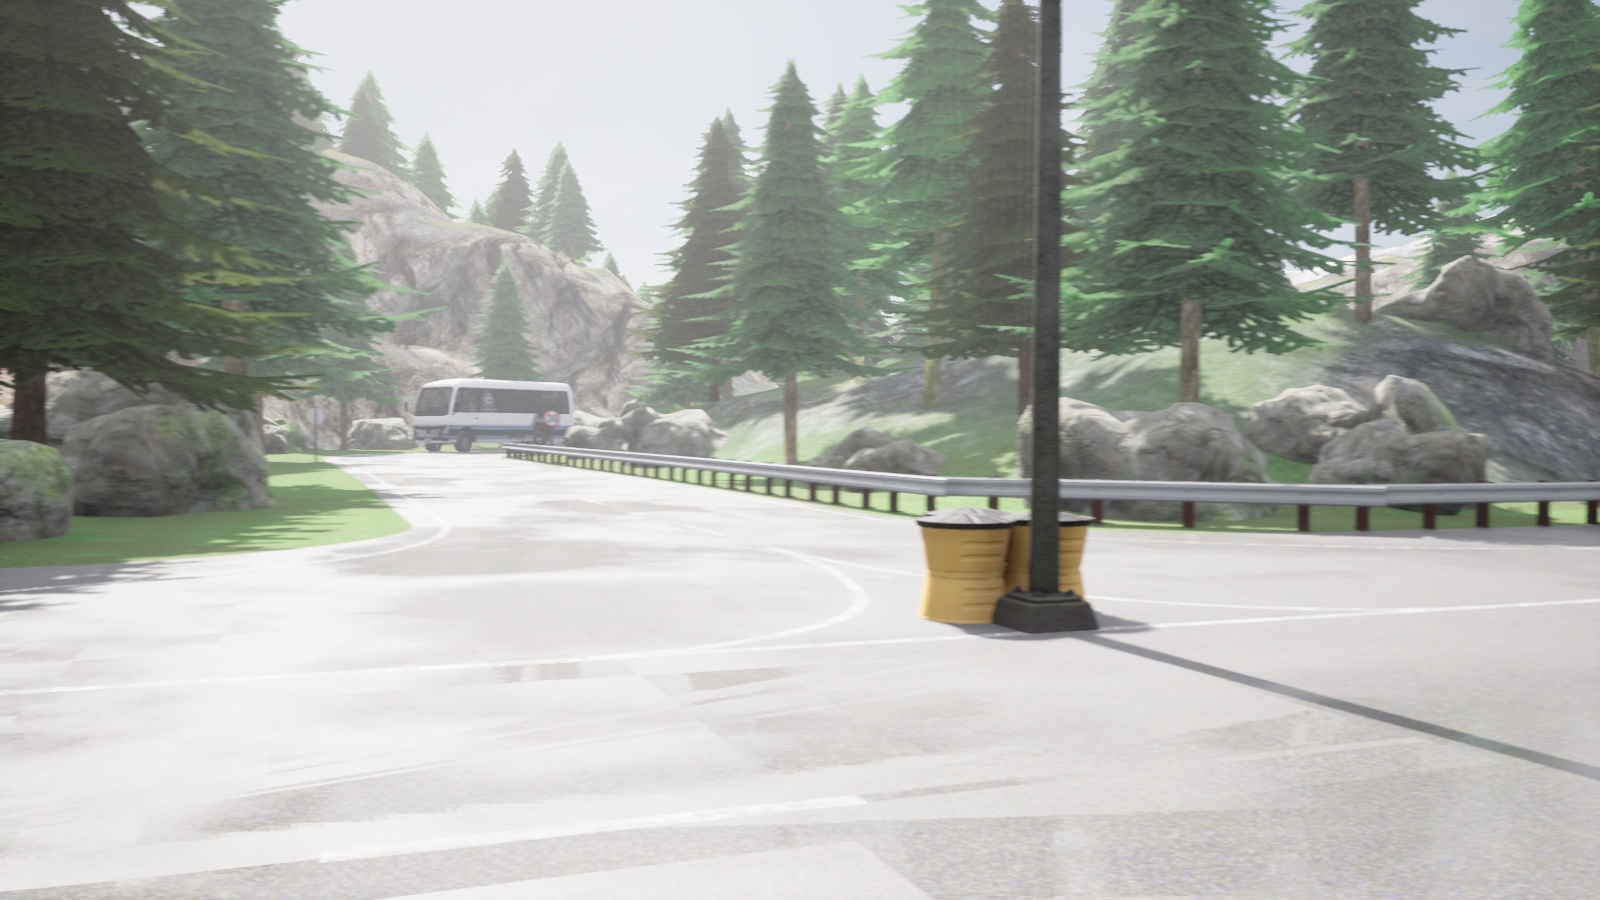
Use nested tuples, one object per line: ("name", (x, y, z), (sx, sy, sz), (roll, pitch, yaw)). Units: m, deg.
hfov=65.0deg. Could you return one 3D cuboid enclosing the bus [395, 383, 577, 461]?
("bus", (-18.317, -1.621, 74.211), (3.944, 4.253, 10.273), (-1, 1, 35))
